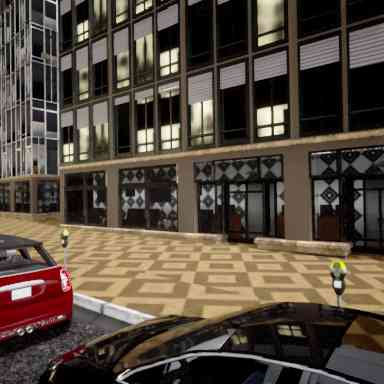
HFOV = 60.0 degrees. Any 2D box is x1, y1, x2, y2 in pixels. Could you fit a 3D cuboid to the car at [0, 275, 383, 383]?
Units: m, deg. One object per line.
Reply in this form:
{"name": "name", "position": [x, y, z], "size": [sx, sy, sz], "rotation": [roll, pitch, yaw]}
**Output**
{"name": "car", "position": [0.652, 1.566, 2.447], "size": [4.313, 1.339, 1.947], "rotation": [0, -1, 36]}

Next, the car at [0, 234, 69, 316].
{"name": "car", "position": [-3.924, 1.441, 5.826], "size": [4.097, 1.590, 1.967], "rotation": [0, -1, 37]}
